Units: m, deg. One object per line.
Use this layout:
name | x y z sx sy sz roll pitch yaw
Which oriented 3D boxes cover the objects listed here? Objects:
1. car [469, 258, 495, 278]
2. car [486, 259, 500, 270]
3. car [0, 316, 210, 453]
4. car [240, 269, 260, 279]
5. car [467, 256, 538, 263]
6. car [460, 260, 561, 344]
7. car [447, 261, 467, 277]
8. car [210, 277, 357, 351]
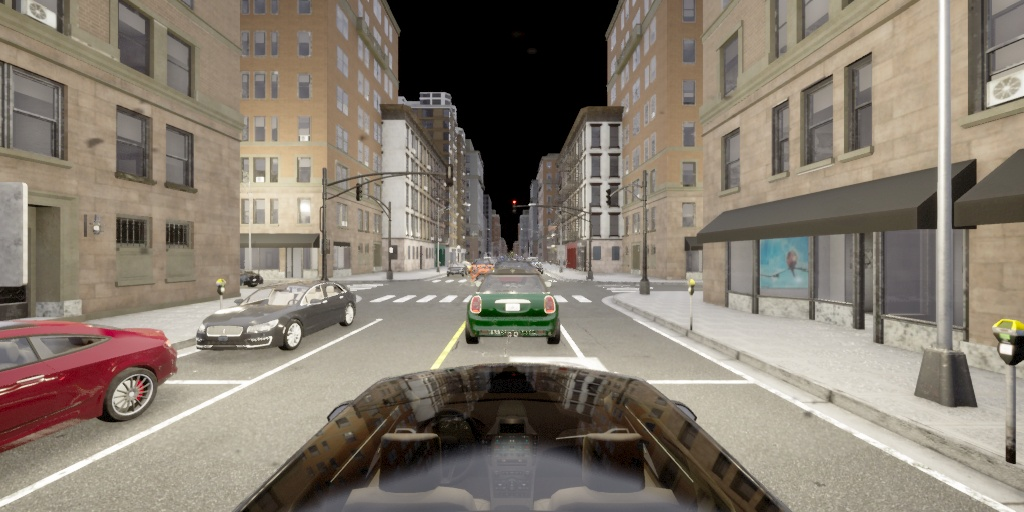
car | -2.832 1.099 34.684 2.097 1.767 4.553 0 0 0
car | -2.841 1.250 54.766 1.837 1.490 4.892 0 0 0
car | -5.389 1.332 3.186 1.802 1.307 4.207 0 0 0
car | -17.150 1.224 21.099 4.181 1.385 1.994 0 0 0
car | -0.468 1.099 24.080 4.553 1.767 2.097 0 0 0
car | 0.038 1.102 9.711 2.097 1.767 4.553 0 0 1
car | -5.401 1.297 35.743 2.007 1.370 4.403 0 0 0
car | -5.391 1.300 8.867 2.007 1.370 4.403 0 0 0
